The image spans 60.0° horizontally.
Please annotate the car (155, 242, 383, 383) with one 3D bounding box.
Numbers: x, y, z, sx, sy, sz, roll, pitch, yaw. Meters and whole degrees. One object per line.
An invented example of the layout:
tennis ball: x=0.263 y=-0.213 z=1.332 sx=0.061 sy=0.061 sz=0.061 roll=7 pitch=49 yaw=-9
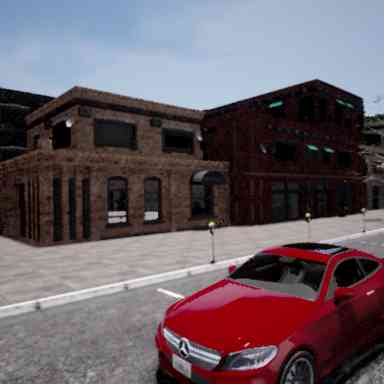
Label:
car: x=1.657 y=1.554 z=4.997 sx=4.674 sy=1.442 sz=1.812 roll=0 pitch=-1 yaw=-41
